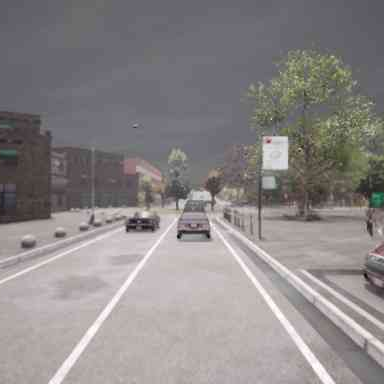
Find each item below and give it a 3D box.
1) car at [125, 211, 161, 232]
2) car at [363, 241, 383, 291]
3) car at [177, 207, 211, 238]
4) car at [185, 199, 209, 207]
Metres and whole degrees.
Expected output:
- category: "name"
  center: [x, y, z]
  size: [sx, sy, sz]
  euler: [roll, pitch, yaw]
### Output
- category: "car"
  center: [-3.257, 1.963, 22.652]
  size: [1.895, 1.301, 4.718]
  euler: [0, -1, 0]
- category: "car"
  center: [6.216, 1.335, 7.130]
  size: [4.553, 1.767, 2.185]
  euler: [0, 0, -1]
- category: "car"
  center: [0.091, 1.784, 19.190]
  size: [2.033, 1.411, 5.357]
  euler: [0, -1, 0]
- category: "car"
  center: [0.391, 1.846, 35.149]
  size: [2.150, 2.045, 5.566]
  euler: [0, -1, 4]
